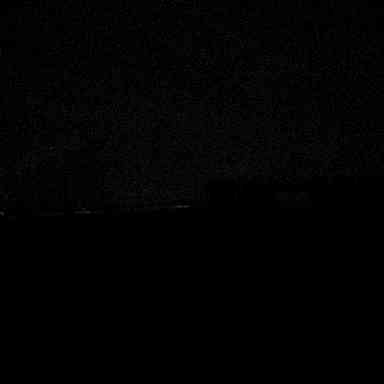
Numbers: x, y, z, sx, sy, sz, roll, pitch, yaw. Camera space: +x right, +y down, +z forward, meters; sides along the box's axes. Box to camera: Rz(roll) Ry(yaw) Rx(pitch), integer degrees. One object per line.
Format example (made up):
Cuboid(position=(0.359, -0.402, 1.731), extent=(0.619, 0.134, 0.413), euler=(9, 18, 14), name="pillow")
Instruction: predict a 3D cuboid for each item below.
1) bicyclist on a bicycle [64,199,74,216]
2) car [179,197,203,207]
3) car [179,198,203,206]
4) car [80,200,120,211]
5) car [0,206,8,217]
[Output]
Cuboid(position=(-12.094, 1.549, 32.728), extent=(1.656, 1.620, 0.582), euler=(-1, 0, 35), name="bicyclist on a bicycle")
Cuboid(position=(-0.144, 1.626, 54.962), extent=(1.882, 1.535, 5.008), euler=(-2, -1, 36), name="car")
Cuboid(position=(-0.124, 1.768, 59.849), extent=(1.812, 1.442, 4.674), euler=(-2, -1, 35), name="car")
Cuboid(position=(-11.884, 1.749, 43.385), extent=(2.033, 1.411, 5.357), euler=(-2, -1, 35), name="car")
Cuboid(position=(-20.041, 1.794, 31.861), extent=(1.994, 1.385, 4.181), euler=(-2, -1, 34), name="car")
